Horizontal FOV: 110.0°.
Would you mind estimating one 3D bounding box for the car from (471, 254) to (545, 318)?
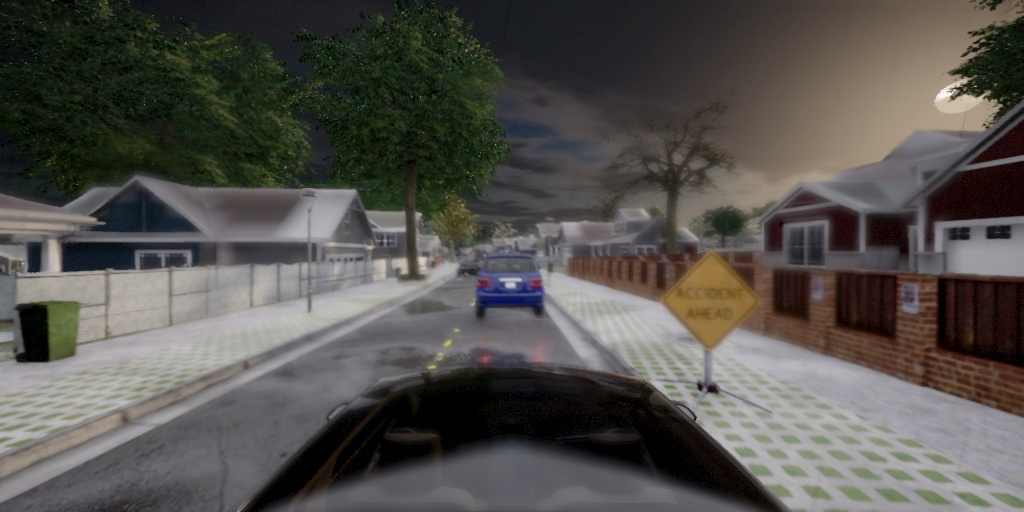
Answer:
[{"bbox_3d":[-0.093,0.935,13.020,2.150,2.045,5.566,0,0,-1],"label":"car"}]

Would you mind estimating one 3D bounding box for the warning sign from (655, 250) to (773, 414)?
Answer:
[{"bbox_3d":[2.508,0.854,4.597,1.300,1.860,1.060,0,0,0],"label":"warning sign"}]

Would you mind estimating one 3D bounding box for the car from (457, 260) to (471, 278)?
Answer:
[{"bbox_3d":[-3.979,1.261,33.008,1.895,1.301,4.718,0,0,-4],"label":"car"}]
